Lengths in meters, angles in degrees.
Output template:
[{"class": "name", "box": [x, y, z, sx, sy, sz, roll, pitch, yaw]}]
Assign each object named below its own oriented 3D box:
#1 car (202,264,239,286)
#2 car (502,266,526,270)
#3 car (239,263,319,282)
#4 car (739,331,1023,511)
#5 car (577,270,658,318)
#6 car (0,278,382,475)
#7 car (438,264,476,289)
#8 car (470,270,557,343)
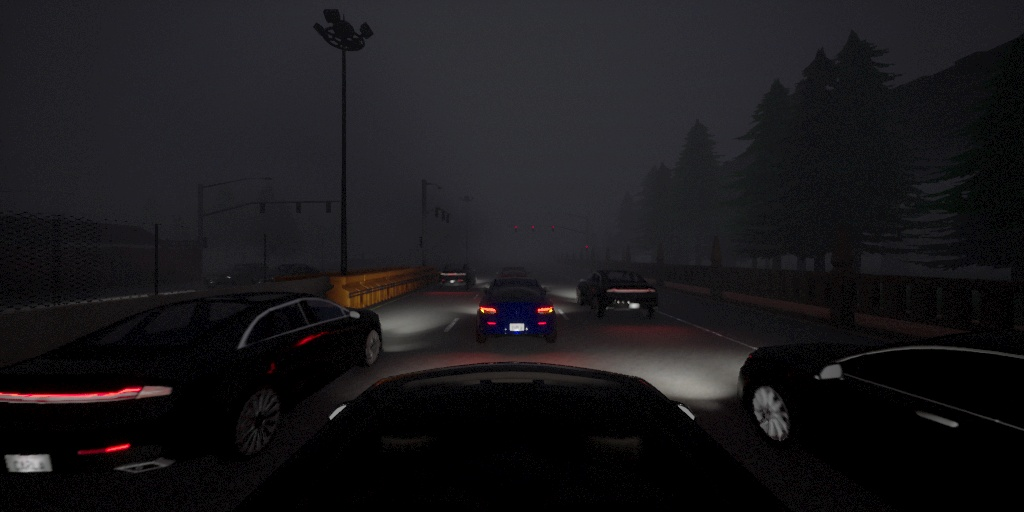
[{"class": "car", "box": [-17.535, 1.242, 23.382, 2.128, 1.511, 4.902, 0, 0, 0]}, {"class": "car", "box": [0.097, 1.276, 19.464, 1.812, 1.442, 4.674, 0, 0, 0]}, {"class": "car", "box": [-14.058, 1.243, 22.494, 2.128, 1.511, 4.902, 0, 0, 0]}, {"class": "car", "box": [3.599, 1.256, 2.270, 1.837, 1.490, 4.892, 0, 0, 0]}, {"class": "car", "box": [3.599, 1.242, 12.986, 2.128, 1.511, 4.902, 0, 0, 0]}, {"class": "car", "box": [-3.402, 1.242, 4.952, 2.128, 1.511, 4.902, 0, 0, 0]}, {"class": "car", "box": [-3.418, 1.241, 22.782, 2.128, 1.511, 4.902, 0, 0, -1]}, {"class": "car", "box": [0.093, 1.276, 9.568, 1.812, 1.442, 4.674, 0, 0, 0]}]
